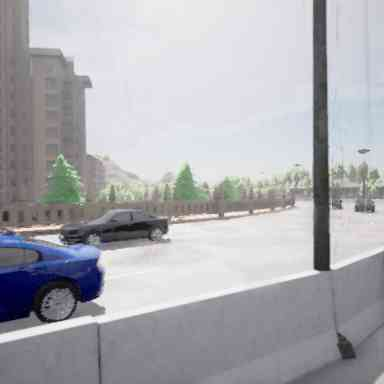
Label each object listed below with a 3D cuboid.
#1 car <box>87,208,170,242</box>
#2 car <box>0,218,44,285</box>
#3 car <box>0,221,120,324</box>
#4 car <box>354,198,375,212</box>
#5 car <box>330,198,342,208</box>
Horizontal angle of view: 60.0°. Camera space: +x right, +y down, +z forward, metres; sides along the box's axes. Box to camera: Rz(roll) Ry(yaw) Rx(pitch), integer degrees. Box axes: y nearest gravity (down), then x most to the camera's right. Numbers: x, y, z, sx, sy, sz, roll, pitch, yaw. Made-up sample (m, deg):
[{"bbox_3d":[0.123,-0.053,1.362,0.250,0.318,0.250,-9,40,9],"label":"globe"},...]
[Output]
[{"bbox_3d":[-3.330,1.528,14.976,5.008,1.535,1.882,0,0,-41],"label":"car"},{"bbox_3d":[-6.441,1.545,8.127,4.892,1.490,1.837,0,0,-36],"label":"car"},{"bbox_3d":[-3.998,1.504,5.588,5.008,1.535,1.882,0,0,-37],"label":"car"},{"bbox_3d":[20.912,1.475,40.332,2.097,1.767,4.553,-1,0,26],"label":"car"},{"bbox_3d":[21.515,1.708,50.392,1.837,1.490,4.892,0,0,21],"label":"car"}]
